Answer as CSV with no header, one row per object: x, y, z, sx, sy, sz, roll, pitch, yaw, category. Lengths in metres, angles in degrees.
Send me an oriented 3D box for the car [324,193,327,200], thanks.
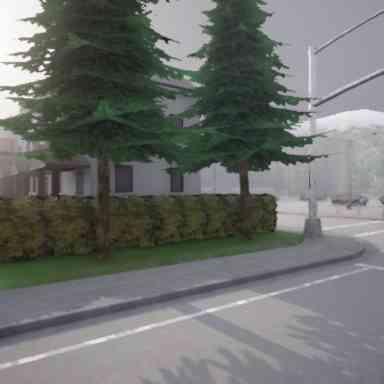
26.207,0.930,70.551,1.932,1.855,4.605,0,0,-36,car

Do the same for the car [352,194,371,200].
41.353,1.156,81.321,1.845,1.501,3.633,0,0,-36,car

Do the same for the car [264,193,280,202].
13.721,1.029,61.024,2.152,1.636,5.027,0,0,-36,car

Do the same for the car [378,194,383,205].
23.296,0.968,36.791,1.905,1.878,3.866,0,0,-36,car

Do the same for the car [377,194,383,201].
43.282,1.174,73.560,1.970,1.475,3.806,0,0,-36,car

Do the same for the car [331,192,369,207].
21.354,0.980,45.094,1.932,1.855,4.605,0,0,-36,car

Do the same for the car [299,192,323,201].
24.093,0.918,68.515,1.905,1.878,3.866,0,0,-36,car
